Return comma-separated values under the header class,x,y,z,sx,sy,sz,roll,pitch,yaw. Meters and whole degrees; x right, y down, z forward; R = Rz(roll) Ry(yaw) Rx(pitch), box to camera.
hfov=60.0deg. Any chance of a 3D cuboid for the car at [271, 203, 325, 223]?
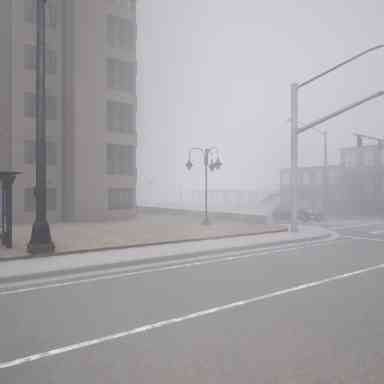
class,x,y,z,sx,sy,sz,roll,pitch,yaw
car,9.178,1.744,29.127,2.097,1.767,4.553,1,-5,-36
